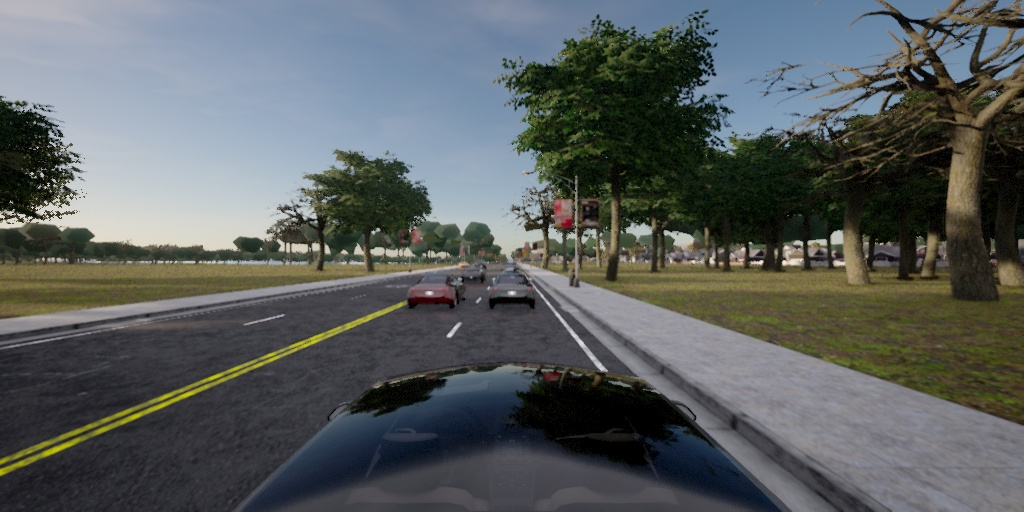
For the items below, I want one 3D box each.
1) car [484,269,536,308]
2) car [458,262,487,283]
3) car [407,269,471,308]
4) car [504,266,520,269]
[{"bbox_3d":[0.012,1.451,16.142,1.994,1.385,4.181,0,-1,0],"label":"car"},{"bbox_3d":[-3.231,1.526,31.153,2.128,1.511,4.902,0,0,0],"label":"car"},{"bbox_3d":[-3.239,1.451,16.108,1.994,1.385,4.181,0,-1,0],"label":"car"},{"bbox_3d":[0.020,1.559,31.237,1.812,1.442,4.674,0,0,0],"label":"car"}]
